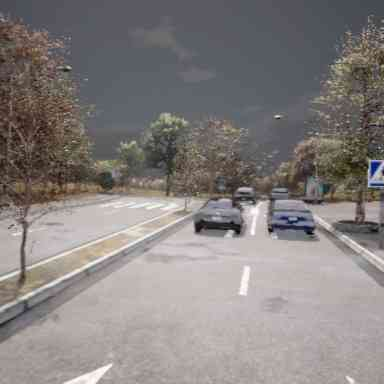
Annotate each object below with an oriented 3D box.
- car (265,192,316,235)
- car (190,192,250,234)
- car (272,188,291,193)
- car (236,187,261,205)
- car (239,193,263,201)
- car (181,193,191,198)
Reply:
[{"bbox_3d":[4.379,0.976,15.142,2.033,1.411,5.357,2,3,12],"label":"car"},{"bbox_3d":[1.386,0.931,15.006,1.994,1.385,4.181,2,3,12],"label":"car"},{"bbox_3d":[8.548,0.367,32.320,2.128,1.511,4.902,2,1,15],"label":"car"},{"bbox_3d":[4.985,0.324,30.342,1.837,1.490,4.892,2,1,15],"label":"car"},{"bbox_3d":[13.075,1.173,74.145,1.882,1.535,5.008,3,-1,-44],"label":"car"},{"bbox_3d":[-0.555,0.888,79.405,4.181,1.385,1.994,2,-1,-3],"label":"car"}]
